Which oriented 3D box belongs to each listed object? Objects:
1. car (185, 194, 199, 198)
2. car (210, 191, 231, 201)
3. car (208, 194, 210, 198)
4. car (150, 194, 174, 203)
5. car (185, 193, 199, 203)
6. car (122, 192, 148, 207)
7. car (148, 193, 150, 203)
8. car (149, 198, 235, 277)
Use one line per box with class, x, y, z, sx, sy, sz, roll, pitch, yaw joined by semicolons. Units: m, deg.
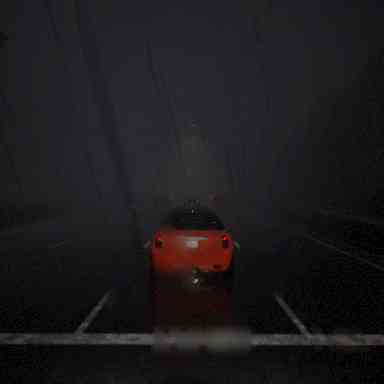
car;0.003;1.034;40.206;1.895;1.301;4.718;0;1;0
car;3.503;0.917;39.757;1.882;1.535;5.008;0;1;0
car;3.504;0.646;50.142;2.097;1.767;4.553;0;1;0
car;-3.497;0.917;39.758;1.882;1.535;5.008;0;1;0
car;0.004;0.894;50.221;1.895;1.301;4.718;0;1;0
car;-6.997;0.787;40.110;2.097;1.767;4.553;0;1;0
car;-6.996;0.857;50.178;1.994;1.385;4.181;0;1;0
car;0.001;1.211;9.934;2.097;1.767;4.553;0;1;0
